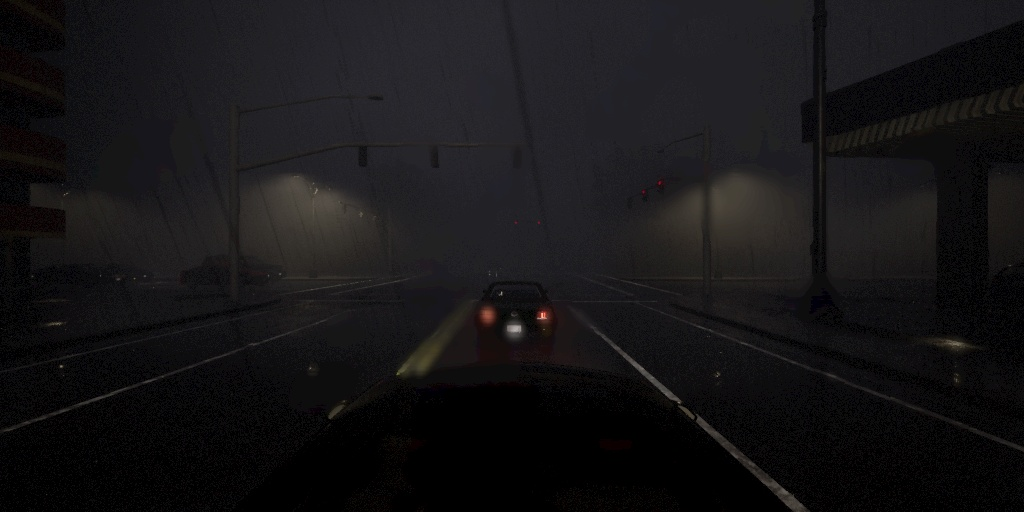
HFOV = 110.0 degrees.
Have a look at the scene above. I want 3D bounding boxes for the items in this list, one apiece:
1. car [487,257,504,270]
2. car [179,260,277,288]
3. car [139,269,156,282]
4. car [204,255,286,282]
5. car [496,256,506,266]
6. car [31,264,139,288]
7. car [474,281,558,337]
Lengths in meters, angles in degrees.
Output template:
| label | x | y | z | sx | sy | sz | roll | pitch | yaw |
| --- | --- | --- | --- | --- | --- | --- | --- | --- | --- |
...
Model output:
| label | x | y | z | sx | sy | sz | roll | pitch | yaw |
| --- | --- | --- | --- | --- | --- | --- | --- | --- | --- |
| car | -2.709 | 1.241 | 53.963 | 2.128 | 1.511 | 4.902 | 0 | 0 | 1 |
| car | -18.327 | 1.228 | 22.989 | 5.008 | 1.535 | 1.882 | 0 | 0 | 1 |
| car | -29.305 | 1.314 | 26.688 | 4.181 | 1.385 | 1.994 | 0 | 0 | 0 |
| car | -19.887 | 0.971 | 26.537 | 5.566 | 2.045 | 2.150 | 0 | 0 | 1 |
| car | -2.586 | 1.241 | 64.147 | 2.128 | 1.511 | 4.902 | 0 | 0 | 1 |
| car | -27.830 | 1.241 | 23.164 | 4.902 | 1.511 | 2.128 | 0 | 0 | 1 |
| car | 0.099 | 1.351 | 10.218 | 1.895 | 1.301 | 4.718 | 0 | 0 | 0 |
